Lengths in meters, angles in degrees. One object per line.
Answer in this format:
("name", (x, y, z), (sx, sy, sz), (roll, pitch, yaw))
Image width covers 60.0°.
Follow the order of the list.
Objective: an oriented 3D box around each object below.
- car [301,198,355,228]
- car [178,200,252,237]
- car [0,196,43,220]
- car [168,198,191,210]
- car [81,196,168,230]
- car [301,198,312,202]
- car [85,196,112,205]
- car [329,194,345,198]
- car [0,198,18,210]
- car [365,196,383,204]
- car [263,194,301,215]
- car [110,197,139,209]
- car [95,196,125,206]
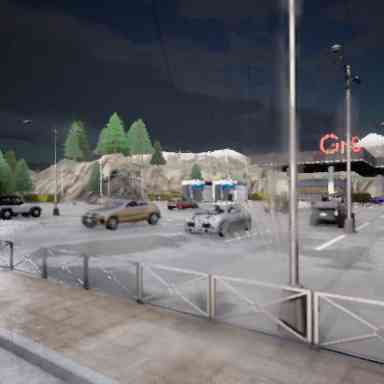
("car", (8.432, 1.331, 20.010), (2.007, 1.523, 4.514), (0, 0, 35))
("car", (1.358, 1.284, 16.394), (1.970, 1.475, 3.806), (0, 0, 35))
("car", (-14.477, 1.222, 27.278), (1.905, 1.878, 3.866), (0, 0, 35))
("car", (-1.145, 1.424, 39.998), (2.007, 1.523, 4.514), (0, 0, 35))
("car", (-4.056, 1.236, 19.854), (2.152, 1.636, 5.027), (0, 0, 35))
("car", (13.476, 1.425, 39.119), (1.970, 1.475, 3.806), (0, 0, 35))
("car", (-17.040, 1.585, 60.731), (2.007, 1.523, 4.514), (0, 0, 35))
("car", (15.828, 1.125, 36.693), (1.905, 1.878, 3.866), (0, 0, 35))
("car", (-25.404, 1.618, 43.836), (1.970, 1.475, 3.806), (0, 0, 35))
("car", (36.003, 1.521, 64.066), (4.611, 1.667, 2.242), (0, 0, 35))
("car", (8.586, 1.163, 32.191), (1.932, 1.855, 4.605), (0, 0, 35))
("car", (-9.259, 1.494, 45.830), (1.845, 1.501, 3.633), (0, 0, 35))
("car", (-14.455, 1.561, 58.953), (2.152, 1.636, 5.027), (0, 0, 35))
